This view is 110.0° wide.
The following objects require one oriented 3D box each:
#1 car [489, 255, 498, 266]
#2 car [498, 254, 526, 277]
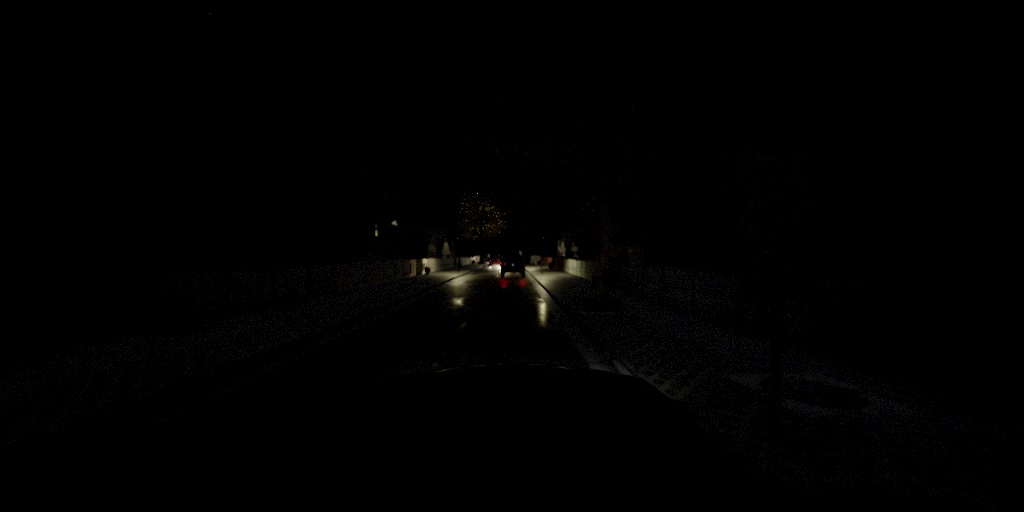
[{"bbox_3d":[-2.771,0.788,61.573,2.150,2.045,5.566,0,0,0],"label":"car"},{"bbox_3d":[0.090,0.825,32.911,2.150,2.045,5.566,0,0,0],"label":"car"}]
